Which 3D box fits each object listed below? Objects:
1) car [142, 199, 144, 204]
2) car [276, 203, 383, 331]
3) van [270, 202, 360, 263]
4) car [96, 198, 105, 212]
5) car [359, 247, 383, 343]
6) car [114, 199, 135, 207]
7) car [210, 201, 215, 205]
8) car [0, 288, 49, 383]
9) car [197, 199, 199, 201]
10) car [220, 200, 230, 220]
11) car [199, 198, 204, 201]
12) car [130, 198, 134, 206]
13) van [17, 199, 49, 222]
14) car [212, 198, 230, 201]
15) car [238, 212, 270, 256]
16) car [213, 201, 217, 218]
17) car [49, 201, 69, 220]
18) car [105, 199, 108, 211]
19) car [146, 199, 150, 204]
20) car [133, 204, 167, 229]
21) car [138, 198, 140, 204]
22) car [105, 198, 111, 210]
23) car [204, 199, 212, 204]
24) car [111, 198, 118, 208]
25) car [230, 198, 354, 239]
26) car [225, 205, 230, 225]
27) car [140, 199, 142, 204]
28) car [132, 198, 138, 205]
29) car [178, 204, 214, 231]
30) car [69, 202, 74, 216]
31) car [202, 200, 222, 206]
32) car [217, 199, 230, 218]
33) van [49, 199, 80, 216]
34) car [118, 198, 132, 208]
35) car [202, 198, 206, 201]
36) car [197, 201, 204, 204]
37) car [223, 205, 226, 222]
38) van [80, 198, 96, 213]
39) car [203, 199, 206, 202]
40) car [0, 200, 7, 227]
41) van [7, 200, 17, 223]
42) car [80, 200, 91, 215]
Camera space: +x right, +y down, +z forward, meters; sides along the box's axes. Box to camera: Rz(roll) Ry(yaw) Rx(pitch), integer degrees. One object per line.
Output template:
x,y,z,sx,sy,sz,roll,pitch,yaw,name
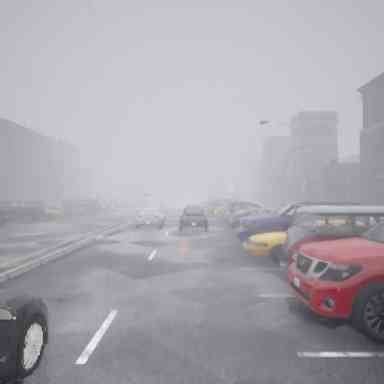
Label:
-15.527,2.722,84.836,5.008,1.535,2.097,0,-1,0,car
4.682,1.298,6.100,5.566,2.045,2.435,0,-1,0,car
4.595,1.357,8.877,4.442,1.987,1.878,0,-1,0,van
-15.537,1.911,46.234,5.566,2.045,2.435,0,-1,0,car
4.704,1.519,3.317,4.892,1.521,2.231,0,-1,0,car
-15.496,2.488,76.566,4.553,1.767,2.185,0,-1,0,car
4.710,1.932,33.881,5.008,1.535,2.097,0,-1,0,car
-2.900,1.536,2.709,1.837,1.490,4.892,0,-1,0,car
4.810,2.615,95.019,5.566,2.045,2.435,0,-1,0,car
4.682,1.680,25.549,4.553,1.767,2.185,0,-1,0,car
4.691,2.201,67.236,5.566,2.045,2.435,0,-1,0,car
-15.526,2.579,71.048,4.674,1.452,2.002,0,-1,0,car
-15.615,1.667,29.689,4.442,1.987,1.878,0,-1,0,van
4.747,1.850,36.664,4.553,1.767,2.185,0,-1,0,car
4.526,1.614,11.654,5.366,1.575,1.946,0,-1,0,car
4.720,1.889,31.104,4.892,1.521,2.231,0,-1,0,car
-15.314,1.934,32.444,5.366,1.575,1.946,0,-1,0,car
-15.505,2.209,49.112,5.008,1.535,2.097,0,-1,0,car
-15.510,2.588,93.110,5.566,2.045,2.435,0,-1,0,car
-2.896,1.832,24.232,1.812,1.442,4.674,0,-1,0,car
-15.527,2.688,79.191,4.674,1.452,2.002,0,-1,0,car
-15.543,2.128,51.871,4.553,1.767,2.185,0,-1,0,car
4.531,2.061,42.219,5.366,1.575,1.946,0,-1,0,car
-15.542,2.045,54.508,5.566,2.045,2.435,0,-1,0,car
4.684,1.401,14.435,5.566,2.045,2.435,0,-1,0,car
4.707,1.727,19.989,4.892,1.521,2.231,0,-1,0,car
-15.529,2.726,82.079,4.674,1.452,2.002,0,-1,0,car
-15.498,2.325,73.810,5.566,2.045,2.435,0,-1,0,car
0.102,1.773,22.554,2.128,1.511,4.902,0,-1,0,car
-15.499,2.021,35.201,4.674,1.452,2.002,0,-1,0,car
4.766,2.687,81.120,4.792,1.488,2.163,0,-1,0,car
4.683,1.720,28.329,4.553,1.767,2.185,0,-1,0,car
-15.620,1.800,37.961,4.442,1.987,1.878,0,-1,0,van
-15.493,2.530,68.290,4.792,1.488,2.163,0,-1,0,car
4.690,2.440,64.452,4.792,1.488,2.163,0,-1,0,car
0.106,2.106,39.577,1.994,1.385,4.181,0,-1,0,car
4.711,1.805,22.767,4.674,1.452,2.002,0,-1,0,car
-15.390,1.891,43.476,4.442,1.987,1.878,0,-1,0,van
4.711,2.241,53.336,4.892,1.521,2.231,0,-1,0,car
-15.521,1.518,21.420,5.566,2.045,2.435,0,-1,0,car
-15.611,1.584,24.177,4.442,1.987,1.878,0,-1,0,van
-15.510,2.071,40.715,5.008,1.535,2.097,0,-1,0,car
